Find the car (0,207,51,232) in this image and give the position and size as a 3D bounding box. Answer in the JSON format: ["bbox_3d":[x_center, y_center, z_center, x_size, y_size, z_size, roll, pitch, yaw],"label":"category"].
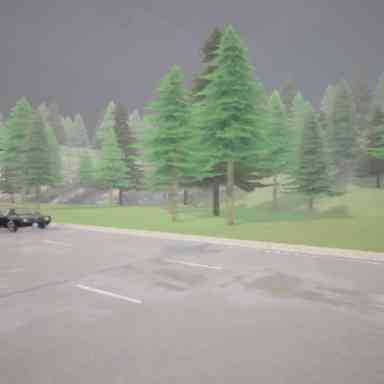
[{"bbox_3d":[-10.609,1.579,20.058,4.718,1.301,1.895,0,0,36],"label":"car"}]
